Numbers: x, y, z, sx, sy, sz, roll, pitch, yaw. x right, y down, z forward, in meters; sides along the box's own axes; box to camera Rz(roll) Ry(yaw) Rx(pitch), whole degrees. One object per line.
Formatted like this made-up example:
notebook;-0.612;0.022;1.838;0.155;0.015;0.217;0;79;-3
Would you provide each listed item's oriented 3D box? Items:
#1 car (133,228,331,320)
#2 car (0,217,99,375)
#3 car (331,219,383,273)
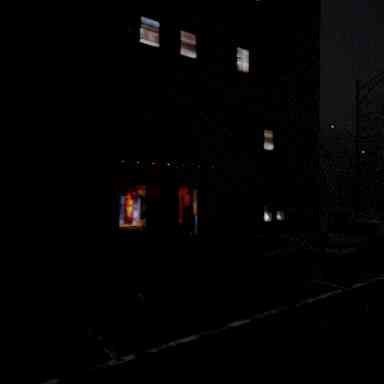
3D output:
car;0.852;1.548;7.314;4.313;1.339;1.947;0;1;-35
car;-3.681;1.318;4.077;5.009;1.841;2.192;0;1;-35
car;5.385;1.544;10.546;4.206;1.307;1.802;0;1;-35
